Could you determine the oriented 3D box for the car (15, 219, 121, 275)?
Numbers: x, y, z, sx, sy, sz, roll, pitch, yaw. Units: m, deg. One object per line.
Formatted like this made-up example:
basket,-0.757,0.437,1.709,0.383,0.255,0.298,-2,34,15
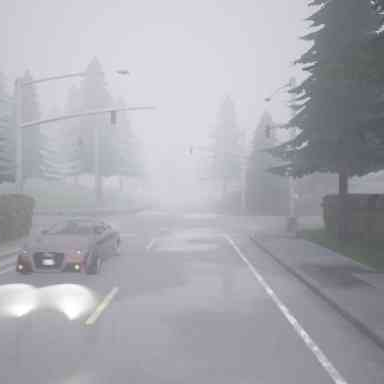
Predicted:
car,-3.523,1.543,10.233,1.994,1.385,4.181,0,0,1
